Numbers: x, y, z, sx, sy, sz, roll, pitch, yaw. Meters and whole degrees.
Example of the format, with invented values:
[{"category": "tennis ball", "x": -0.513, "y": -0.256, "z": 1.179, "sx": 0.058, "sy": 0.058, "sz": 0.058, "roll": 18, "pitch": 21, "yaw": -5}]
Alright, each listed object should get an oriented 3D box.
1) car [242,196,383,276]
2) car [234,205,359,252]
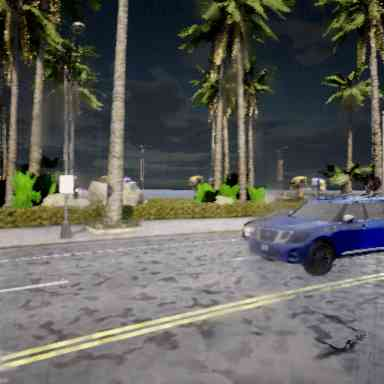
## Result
[{"category": "car", "x": 4.483, "y": 1.167, "z": 10.334, "sx": 5.566, "sy": 2.045, "sz": 2.150, "roll": 0, "pitch": 0, "yaw": -26}, {"category": "car", "x": 4.431, "y": 1.414, "z": 14.115, "sx": 4.902, "sy": 1.511, "sz": 2.128, "roll": 0, "pitch": 0, "yaw": -25}]
